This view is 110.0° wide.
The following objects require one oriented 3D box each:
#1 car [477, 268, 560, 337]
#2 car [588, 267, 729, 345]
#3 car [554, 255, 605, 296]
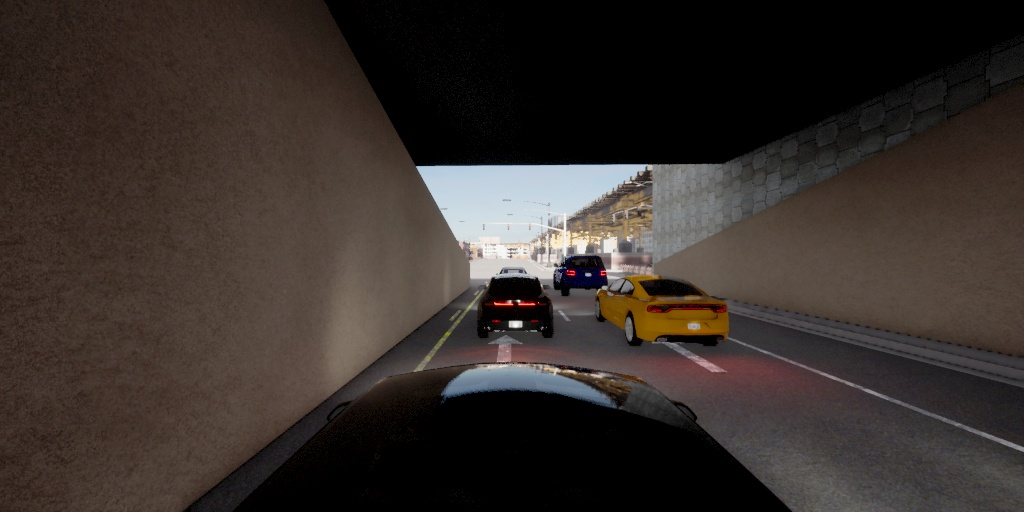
[{"bbox_3d":[0.076,1.255,10.313,1.837,1.490,4.892,0,0,0],"label":"car"},{"bbox_3d":[3.574,1.228,9.515,1.882,1.535,5.008,0,0,0],"label":"car"},{"bbox_3d":[3.569,0.971,19.484,2.150,2.045,5.566,0,0,0],"label":"car"}]
